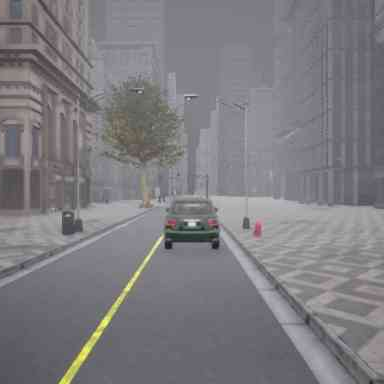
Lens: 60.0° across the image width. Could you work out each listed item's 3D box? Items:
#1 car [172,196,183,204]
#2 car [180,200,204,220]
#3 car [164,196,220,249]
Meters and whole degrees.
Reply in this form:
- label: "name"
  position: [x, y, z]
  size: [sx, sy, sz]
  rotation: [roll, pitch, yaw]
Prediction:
- label: "car"
  position: [-3.000, 1.615, 68.466]
  size: [2.128, 1.511, 4.902]
  rotation: [0, 0, 0]
- label: "car"
  position: [0.000, 1.502, 29.650]
  size: [1.882, 1.535, 5.008]
  rotation: [0, 0, 0]
- label: "car"
  position: [0.000, 1.265, 14.680]
  size: [2.150, 2.045, 5.566]
  rotation: [0, 0, 0]
